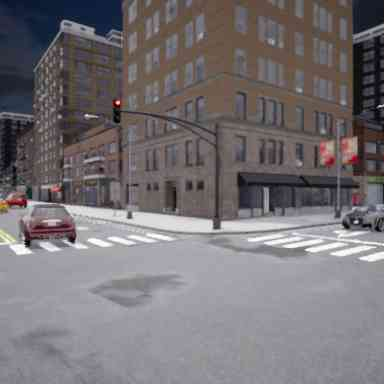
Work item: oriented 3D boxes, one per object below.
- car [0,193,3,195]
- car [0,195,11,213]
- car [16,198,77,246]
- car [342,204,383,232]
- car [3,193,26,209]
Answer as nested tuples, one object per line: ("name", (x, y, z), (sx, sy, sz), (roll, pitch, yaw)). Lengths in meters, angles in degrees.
("car", (-30.686, 1.225, 54.858), (2.150, 2.045, 5.566), (0, 0, -36))
("car", (-21.833, 1.480, 37.091), (1.882, 1.535, 5.008), (0, 0, -36))
("car", (-6.925, 1.360, 15.776), (2.097, 1.767, 4.553), (0, 0, -30))
("car", (10.502, 1.421, 19.179), (4.181, 1.385, 1.994), (-1, 0, -36))
("car", (-24.353, 1.231, 46.180), (2.150, 2.045, 5.566), (0, 0, -36))
